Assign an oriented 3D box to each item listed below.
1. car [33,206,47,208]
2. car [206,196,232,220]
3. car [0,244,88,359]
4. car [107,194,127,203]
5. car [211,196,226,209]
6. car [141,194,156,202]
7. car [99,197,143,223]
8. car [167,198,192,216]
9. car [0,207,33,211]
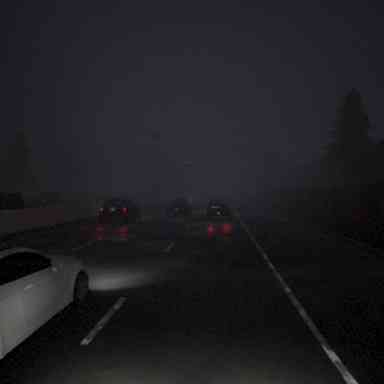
[{"bbox_3d":[-17.892,0.939,41.107,2.150,2.045,5.566,0,0,5],"label":"car"},{"bbox_3d":[2.137,1.342,26.657,2.128,1.511,4.902,0,0,5],"label":"car"},{"bbox_3d":[-3.107,1.489,4.899,1.812,1.442,4.674,0,0,3],"label":"car"},{"bbox_3d":[-12.866,1.129,57.621,2.128,1.511,4.902,0,0,4],"label":"car"},{"bbox_3d":[3.453,1.292,42.356,1.812,1.442,4.674,0,1,5],"label":"car"},{"bbox_3d":[-8.617,1.108,66.378,2.128,1.511,4.902,0,0,5],"label":"car"},{"bbox_3d":[-5.092,1.199,24.235,2.097,1.767,4.553,0,0,5],"label":"car"},{"bbox_3d":[-1.082,1.302,30.102,1.882,1.535,5.008,0,0,5],"label":"car"},{"bbox_3d":[-12.628,1.070,20.650,2.150,2.045,5.566,0,0,5],"label":"car"}]
